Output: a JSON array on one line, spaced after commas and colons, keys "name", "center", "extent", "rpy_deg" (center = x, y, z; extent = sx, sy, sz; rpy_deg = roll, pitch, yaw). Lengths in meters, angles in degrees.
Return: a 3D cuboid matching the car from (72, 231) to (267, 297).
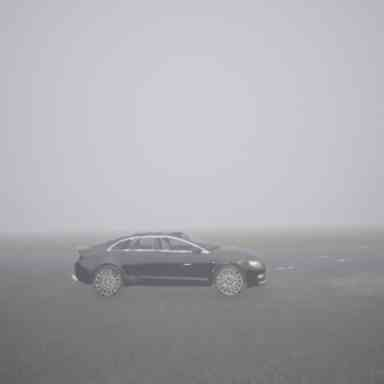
[{"name": "car", "center": [-0.569, 1.784, 8.710], "extent": [4.902, 1.511, 2.128], "rpy_deg": [-1, -4, 3]}]
